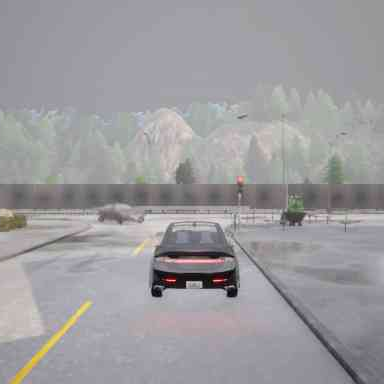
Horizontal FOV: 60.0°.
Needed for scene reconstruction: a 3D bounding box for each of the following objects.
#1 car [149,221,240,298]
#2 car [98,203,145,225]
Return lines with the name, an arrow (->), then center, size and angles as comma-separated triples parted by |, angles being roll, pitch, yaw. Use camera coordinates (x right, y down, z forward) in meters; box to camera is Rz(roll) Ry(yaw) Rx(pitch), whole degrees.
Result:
car -> 0.064, 1.491, 8.533 | 2.128, 1.511, 4.902 | 0, 0, 1
car -> -5.226, 1.526, 24.175 | 1.812, 1.442, 4.674 | 2, -1, -40
